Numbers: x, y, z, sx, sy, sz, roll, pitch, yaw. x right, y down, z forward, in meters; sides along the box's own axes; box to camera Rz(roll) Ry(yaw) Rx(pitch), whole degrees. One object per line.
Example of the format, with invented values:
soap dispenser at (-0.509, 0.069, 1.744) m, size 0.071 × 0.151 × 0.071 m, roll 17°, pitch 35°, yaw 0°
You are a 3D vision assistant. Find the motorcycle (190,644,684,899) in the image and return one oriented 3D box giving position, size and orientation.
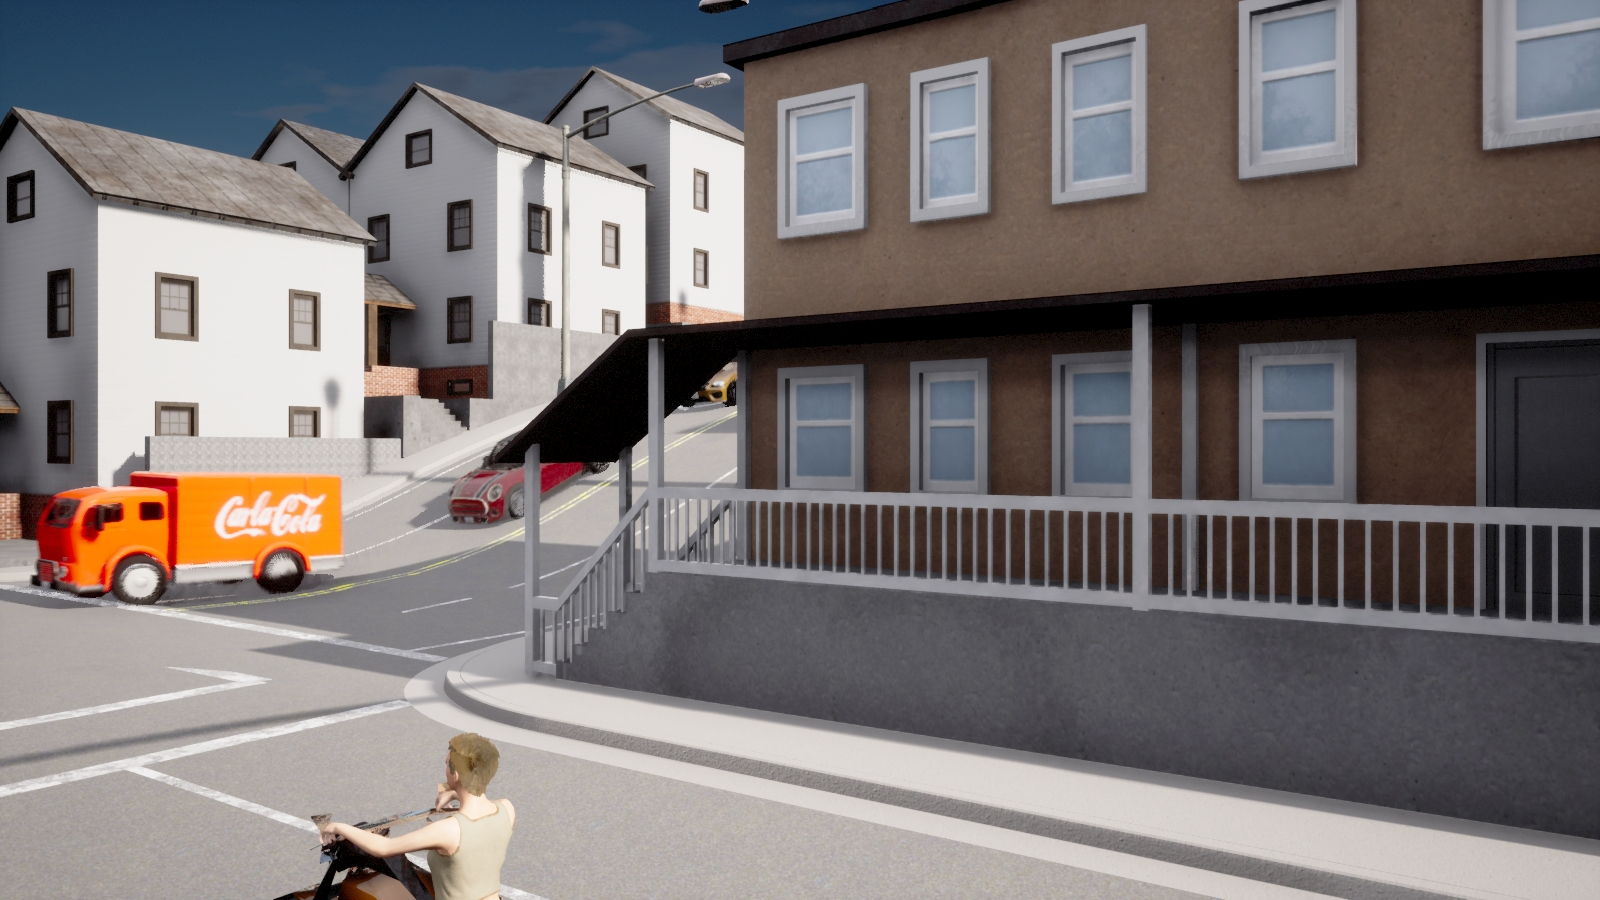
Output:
motorcycle at (-1.647, 1.905, 4.943) m, size 2.356 × 1.802 × 0.764 m, roll 0°, pitch 0°, yaw 35°

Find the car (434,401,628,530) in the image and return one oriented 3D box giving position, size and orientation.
car at (-6.982, 0.316, 30.166) m, size 2.097 × 1.767 × 4.553 m, roll 0°, pitch 21°, yaw 34°

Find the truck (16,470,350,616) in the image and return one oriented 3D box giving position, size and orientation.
truck at (-12.135, 1.683, 22.812) m, size 2.627 × 2.467 × 5.204 m, roll 1°, pitch 0°, yaw 37°
